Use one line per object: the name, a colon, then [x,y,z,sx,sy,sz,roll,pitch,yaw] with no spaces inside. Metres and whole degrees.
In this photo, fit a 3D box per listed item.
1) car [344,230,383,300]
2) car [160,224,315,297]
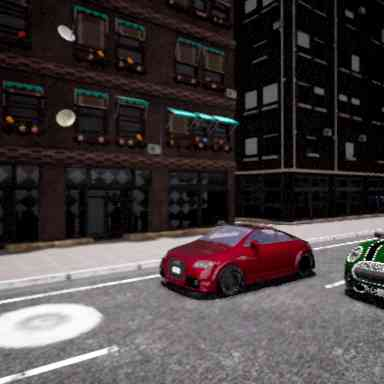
car: [5.499,1.334,7.607,4.553,1.767,2.097,0,0,-35]
car: [1.275,1.553,8.587,4.181,1.385,1.994,0,0,-35]
